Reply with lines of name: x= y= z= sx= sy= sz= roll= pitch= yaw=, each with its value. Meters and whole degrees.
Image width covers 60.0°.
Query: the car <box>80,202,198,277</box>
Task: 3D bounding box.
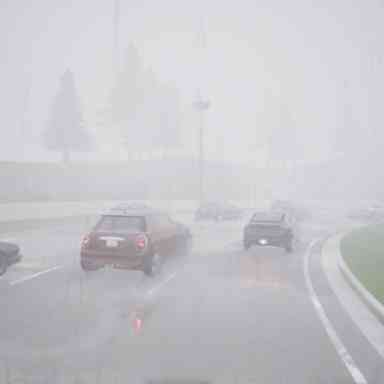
car: x=-1.487 y=1.344 z=10.541 sx=2.097 sy=1.767 sz=4.553 roll=1 pitch=0 yaw=15

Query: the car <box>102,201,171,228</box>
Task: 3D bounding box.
car: x=-3.741 y=1.470 z=23.395 sx=2.128 sy=1.511 sz=4.902 roll=0 pitch=0 yaw=30

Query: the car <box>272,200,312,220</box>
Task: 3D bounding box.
car: x=8.078 y=1.450 z=27.214 sx=2.097 sy=1.767 sz=4.553 roll=1 pitch=0 yaw=42

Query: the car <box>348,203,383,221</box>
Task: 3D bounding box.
car: x=15.575 y=1.700 z=29.374 sx=4.674 sy=1.442 sz=1.812 roll=1 pitch=0 yaw=-38

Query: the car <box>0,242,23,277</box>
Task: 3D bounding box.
car: x=-6.085 y=1.492 z=6.979 sx=2.033 sy=1.411 sz=5.357 roll=1 pitch=0 yaw=11

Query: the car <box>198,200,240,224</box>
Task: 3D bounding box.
car: x=2.115 y=1.390 z=25.453 sx=2.097 sy=1.767 sz=4.553 roll=1 pitch=0 yaw=35

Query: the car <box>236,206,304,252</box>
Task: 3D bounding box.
car: x=3.526 y=1.549 z=14.269 sx=1.837 sy=1.490 sz=4.892 roll=0 pitch=0 yaw=23
